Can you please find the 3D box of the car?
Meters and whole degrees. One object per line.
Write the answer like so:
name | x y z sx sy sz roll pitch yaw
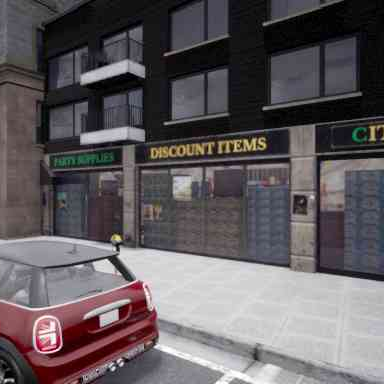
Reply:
car | -2.509 1.440 4.872 4.097 1.590 1.967 0 0 36
